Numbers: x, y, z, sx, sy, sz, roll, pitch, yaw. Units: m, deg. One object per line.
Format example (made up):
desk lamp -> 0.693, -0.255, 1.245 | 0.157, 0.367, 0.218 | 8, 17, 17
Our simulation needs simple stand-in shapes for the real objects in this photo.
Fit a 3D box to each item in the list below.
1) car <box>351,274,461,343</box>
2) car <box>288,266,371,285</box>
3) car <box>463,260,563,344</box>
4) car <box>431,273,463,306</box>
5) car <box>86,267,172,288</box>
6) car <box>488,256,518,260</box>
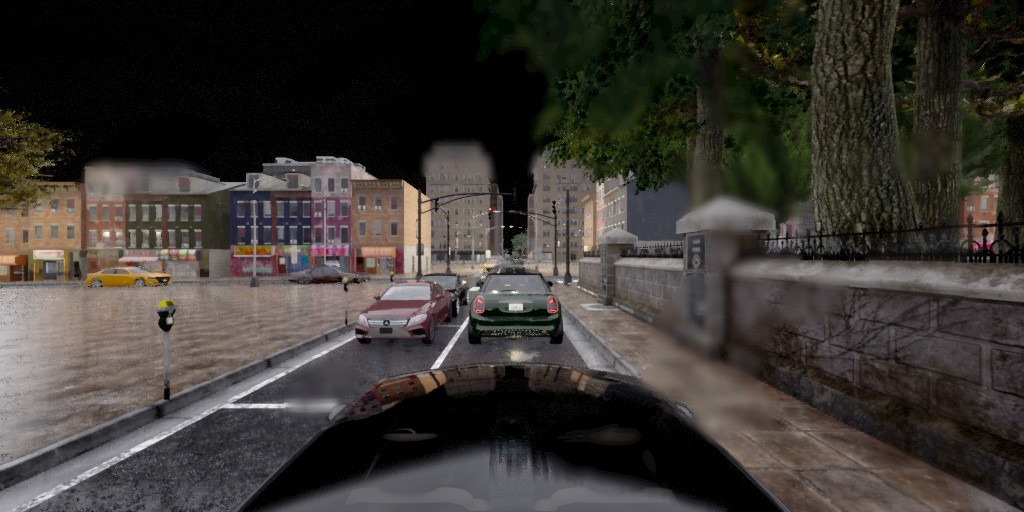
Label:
car -> -2.639, 1.331, 9.611 | 1.802, 1.307, 4.207 | 0, 0, 0
car -> -13.262, 1.424, 26.176 | 5.357, 1.411, 2.033 | -1, 0, 0
car -> 0.072, 1.101, 9.727 | 2.097, 1.767, 4.553 | 0, 0, 0
car -> -2.640, 1.315, 13.274 | 1.948, 1.339, 4.313 | 0, 0, 0
car -> -27.797, 1.544, 26.128 | 5.008, 1.535, 1.882 | -1, 0, 0
car -> -0.148, 1.090, 33.588 | 2.097, 1.767, 4.553 | 0, 0, 19
